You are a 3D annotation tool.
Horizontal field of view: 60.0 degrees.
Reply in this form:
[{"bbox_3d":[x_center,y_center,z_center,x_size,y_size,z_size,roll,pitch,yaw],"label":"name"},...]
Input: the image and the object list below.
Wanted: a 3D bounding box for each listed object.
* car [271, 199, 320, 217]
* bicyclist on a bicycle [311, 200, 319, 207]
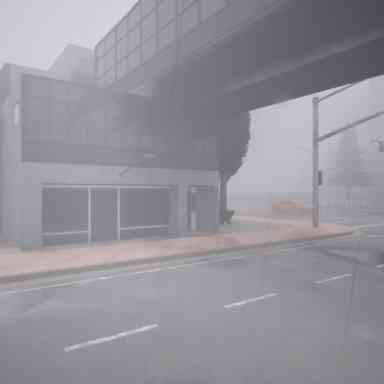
[{"bbox_3d":[9.918,1.478,32.124,1.882,1.535,5.008,0,0,-36],"label":"car"},{"bbox_3d":[15.798,1.301,42.754,1.656,1.620,0.582,0,0,-36],"label":"bicyclist on a bicycle"}]
